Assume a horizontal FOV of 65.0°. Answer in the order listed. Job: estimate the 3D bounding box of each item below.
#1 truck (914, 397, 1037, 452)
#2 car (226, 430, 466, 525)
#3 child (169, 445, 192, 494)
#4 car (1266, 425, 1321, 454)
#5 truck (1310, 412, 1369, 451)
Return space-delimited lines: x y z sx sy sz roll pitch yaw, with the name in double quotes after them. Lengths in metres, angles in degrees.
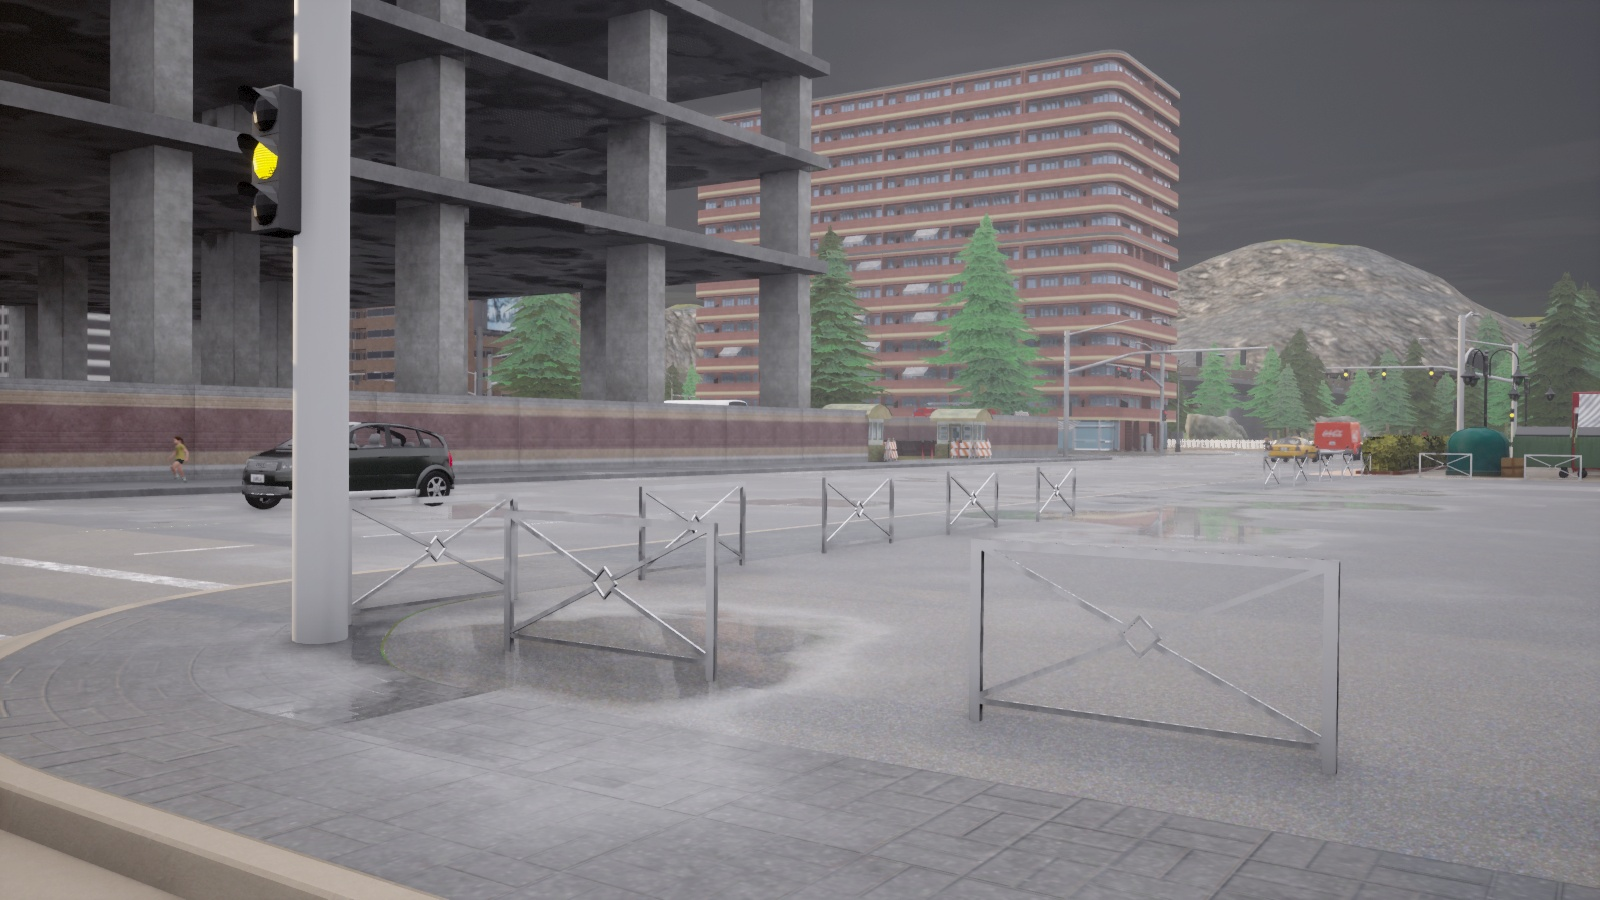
12.721 -1.797 91.465 8.468 3.827 2.891 0 1 34 "truck"
-8.052 0.420 22.540 1.789 1.549 3.705 0 1 33 "car"
-14.122 0.448 28.631 0.255 1.110 0.394 0 1 38 "child"
27.715 -0.580 70.402 1.801 1.575 5.366 0 0 33 "car"
35.113 -1.200 81.615 2.627 2.467 5.204 0 1 33 "truck"
